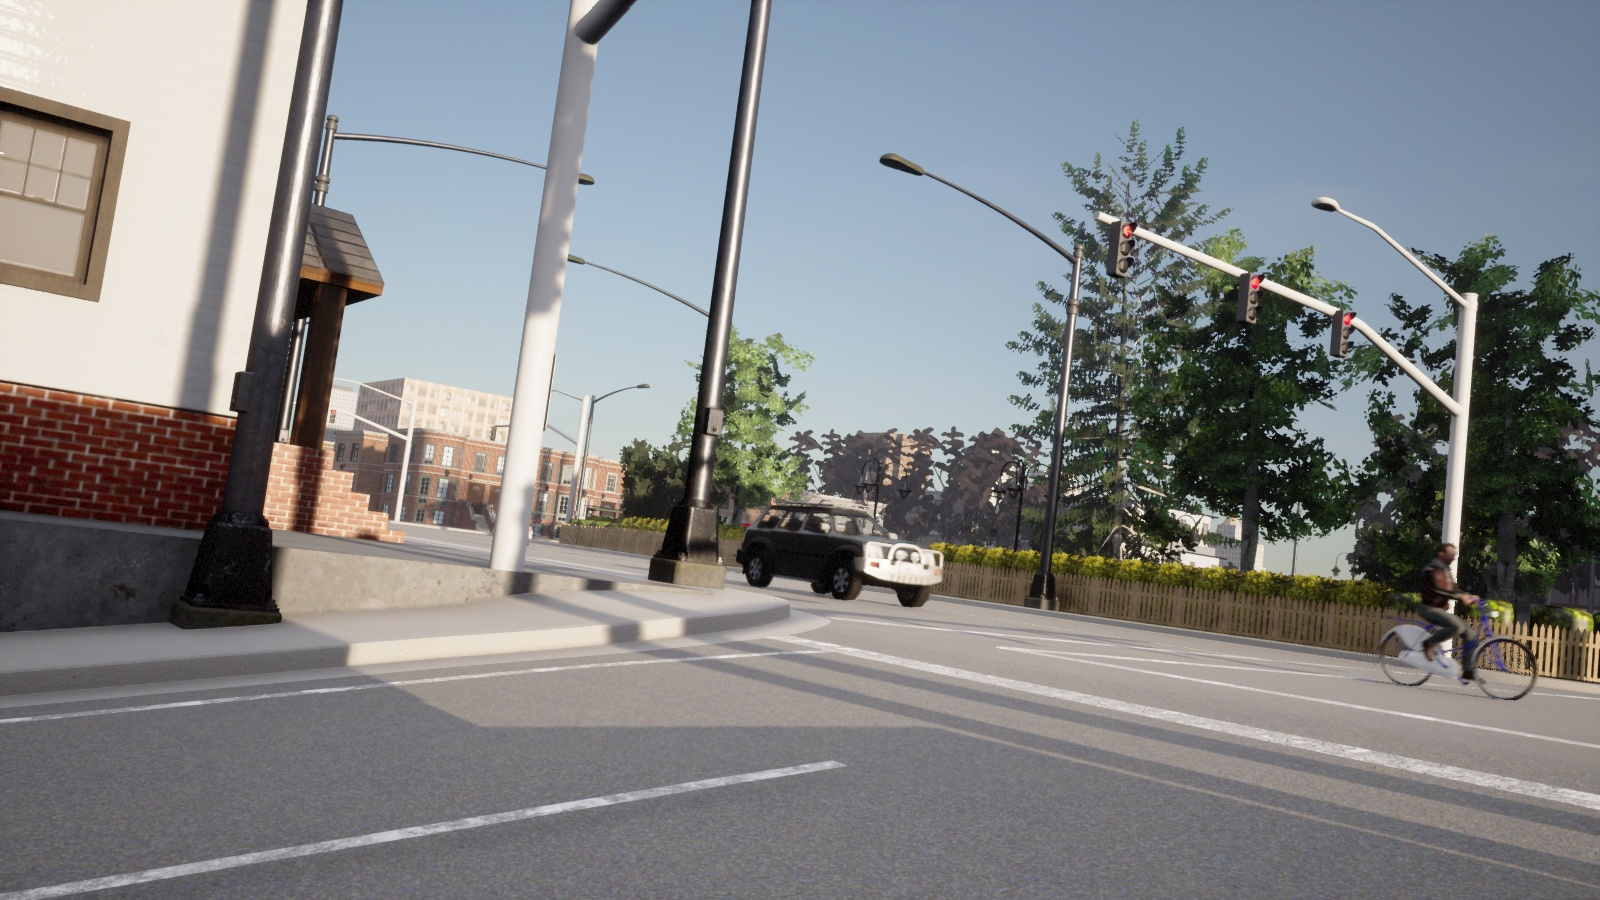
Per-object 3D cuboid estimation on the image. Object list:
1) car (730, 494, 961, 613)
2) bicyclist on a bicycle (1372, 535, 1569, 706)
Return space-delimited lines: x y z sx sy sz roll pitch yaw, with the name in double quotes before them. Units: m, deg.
"car" 0.776 1.969 24.622 1.932 1.855 4.605 10 -6 -35
"bicyclist on a bicycle" 7.812 1.955 14.703 0.659 1.776 1.843 10 -7 -35
